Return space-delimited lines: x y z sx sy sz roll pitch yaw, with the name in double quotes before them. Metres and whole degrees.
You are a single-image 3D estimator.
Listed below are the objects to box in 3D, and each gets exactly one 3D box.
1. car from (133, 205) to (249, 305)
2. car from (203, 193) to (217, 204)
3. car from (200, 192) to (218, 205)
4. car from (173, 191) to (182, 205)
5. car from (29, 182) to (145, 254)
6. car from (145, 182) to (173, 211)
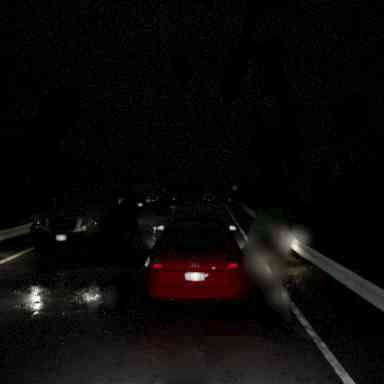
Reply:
"car" 0.101 1.277 7.625 1.994 1.385 4.181 0 4 1
"car" 2.640 0.902 48.793 1.882 1.535 5.008 0 -1 2
"car" 1.986 0.748 38.644 1.812 1.442 4.674 0 -1 4
"car" -2.054 0.625 32.625 2.033 1.411 5.357 0 -1 5
"car" -3.336 0.709 11.557 2.150 2.045 5.566 0 3 3
"car" -2.813 0.318 22.026 2.150 2.045 5.566 0 1 4
